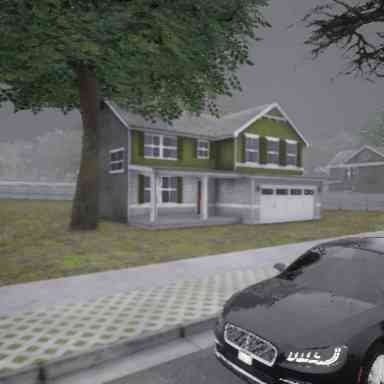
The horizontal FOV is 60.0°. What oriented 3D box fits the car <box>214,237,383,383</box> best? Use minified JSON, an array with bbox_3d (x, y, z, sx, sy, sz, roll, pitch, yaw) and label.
[{"bbox_3d":[2.534,1.490,4.866,4.892,1.490,1.837,0,0,-35],"label":"car"}]
